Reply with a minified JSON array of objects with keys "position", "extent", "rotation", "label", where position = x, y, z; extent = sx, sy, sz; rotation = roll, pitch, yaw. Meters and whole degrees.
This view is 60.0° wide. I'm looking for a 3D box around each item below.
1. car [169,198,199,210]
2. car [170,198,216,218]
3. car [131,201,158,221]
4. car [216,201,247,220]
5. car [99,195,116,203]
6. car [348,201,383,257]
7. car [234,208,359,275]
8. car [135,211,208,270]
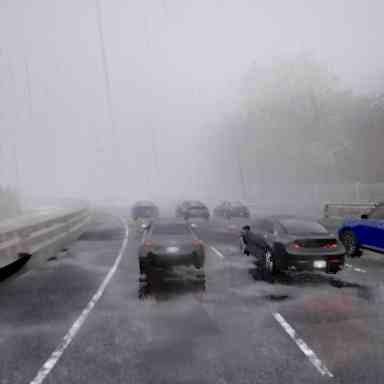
[{"position":[-1.099,1.504,43.401],"extent":[1.994,1.385,4.181],"rotation":[0,0,-34],"label":"car"},{"position":[-0.064,1.480,26.420],"extent":[2.128,1.511,4.902],"rotation":[0,0,-14],"label":"car"},{"position":[-4.020,1.484,27.759],"extent":[1.882,1.535,5.008],"rotation":[0,0,-15],"label":"car"},{"position":[3.234,1.502,27.638],"extent":[1.812,1.442,4.674],"rotation":[0,0,-14],"label":"car"},{"position":[-17.701,1.399,69.606],"extent":[2.097,1.767,4.553],"rotation":[0,0,-39],"label":"car"},{"position":[6.489,1.191,9.589],"extent":[2.150,2.045,5.566],"rotation":[0,0,-5],"label":"car"},{"position":[2.851,1.489,10.437],"extent":[1.837,1.490,4.892],"rotation":[0,0,-6],"label":"car"},{"position":[-0.761,1.563,11.176],"extent":[1.994,1.385,4.181],"rotation":[0,0,-7],"label":"car"}]
